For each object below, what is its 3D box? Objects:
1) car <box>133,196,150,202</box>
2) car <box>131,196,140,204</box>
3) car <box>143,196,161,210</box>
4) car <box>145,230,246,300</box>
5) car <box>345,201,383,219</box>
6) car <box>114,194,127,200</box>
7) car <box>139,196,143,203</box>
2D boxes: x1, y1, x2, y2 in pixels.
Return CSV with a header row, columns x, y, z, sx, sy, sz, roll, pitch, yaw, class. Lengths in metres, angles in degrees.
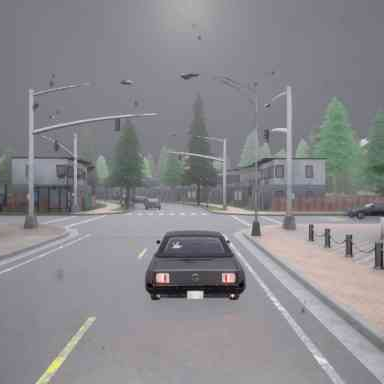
x,y,z,sx,sy,sz,roll,pitch,yaw,class
-10.963,1.505,71.921,1.994,1.385,4.181,0,0,-36,car
-10.104,1.470,62.457,1.837,1.490,4.892,0,0,-24,car
-4.946,1.491,42.447,1.812,1.442,4.674,0,0,-6,car
0.033,1.601,8.325,1.895,1.301,4.718,0,0,-1,car
15.405,1.510,28.052,4.674,1.442,1.812,0,0,1,car
-16.966,1.322,79.982,4.674,1.442,1.812,0,0,45,car
-6.636,1.513,52.703,2.033,1.411,5.357,0,0,-15,car
